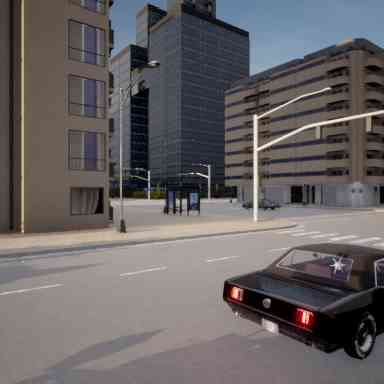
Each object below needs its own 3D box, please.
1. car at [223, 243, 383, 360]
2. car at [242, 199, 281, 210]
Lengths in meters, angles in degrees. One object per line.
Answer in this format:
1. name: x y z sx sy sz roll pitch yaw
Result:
1. car: 2.892 1.601 5.985 4.718 1.301 1.895 0 0 -36
2. car: 8.979 1.603 43.420 2.033 1.411 5.357 0 0 -38
